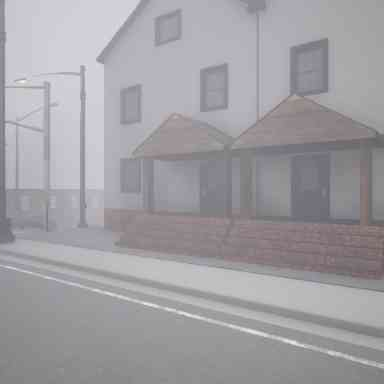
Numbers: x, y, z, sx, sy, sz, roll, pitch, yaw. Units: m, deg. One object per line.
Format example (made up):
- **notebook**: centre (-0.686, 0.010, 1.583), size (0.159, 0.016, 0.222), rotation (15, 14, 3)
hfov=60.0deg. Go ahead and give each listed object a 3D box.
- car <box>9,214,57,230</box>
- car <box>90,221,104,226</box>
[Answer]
- **car**: centre (-14.069, 2.655, 29.317), size (1.994, 1.385, 4.181), rotation (0, -9, 36)
- **car**: centre (-8.969, 3.820, 36.408), size (2.097, 1.767, 4.553), rotation (0, -12, 35)
